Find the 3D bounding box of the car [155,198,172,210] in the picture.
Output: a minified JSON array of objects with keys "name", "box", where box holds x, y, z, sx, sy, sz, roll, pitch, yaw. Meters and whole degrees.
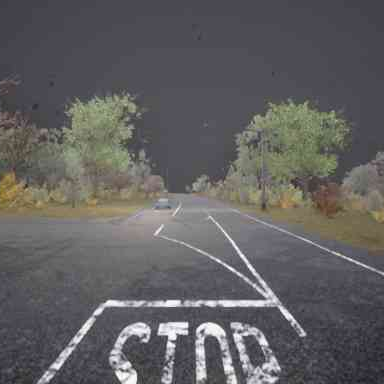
[{"name":"car","box":[-3.625,1.524,42.467,1.812,1.442,4.674,0,0,0]}]
